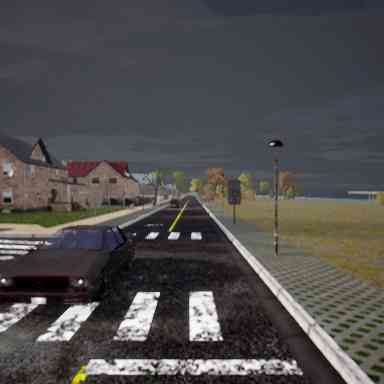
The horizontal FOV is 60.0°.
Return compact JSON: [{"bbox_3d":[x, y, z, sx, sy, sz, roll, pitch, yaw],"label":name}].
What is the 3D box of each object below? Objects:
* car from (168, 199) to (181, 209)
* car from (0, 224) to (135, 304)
[{"bbox_3d":[-2.642,1.807,51.207,1.837,1.490,4.892,0,0,0],"label":"car"},{"bbox_3d":[-2.725,1.571,8.598,2.033,1.411,5.357,1,0,0],"label":"car"}]
